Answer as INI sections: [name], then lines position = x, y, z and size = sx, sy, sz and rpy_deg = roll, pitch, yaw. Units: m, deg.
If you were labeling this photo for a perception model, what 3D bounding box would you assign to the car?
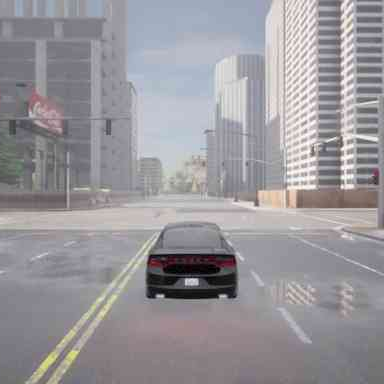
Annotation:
[car]
position = 0.001, 1.478, 8.499
size = 1.882, 1.535, 5.008
rpy_deg = 0, 0, 0
